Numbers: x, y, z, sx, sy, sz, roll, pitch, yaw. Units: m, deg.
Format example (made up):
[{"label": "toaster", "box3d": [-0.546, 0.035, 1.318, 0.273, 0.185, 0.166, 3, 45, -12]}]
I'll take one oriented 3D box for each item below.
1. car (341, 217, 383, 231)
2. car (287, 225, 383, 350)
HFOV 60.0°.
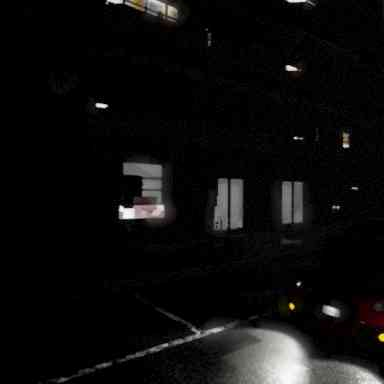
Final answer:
[{"label": "car", "box3d": [6.148, 1.520, 10.931, 4.313, 1.339, 1.947, 0, 1, -35]}, {"label": "car", "box3d": [3.653, 1.538, 5.971, 4.181, 1.385, 1.994, 0, 0, -35]}]
